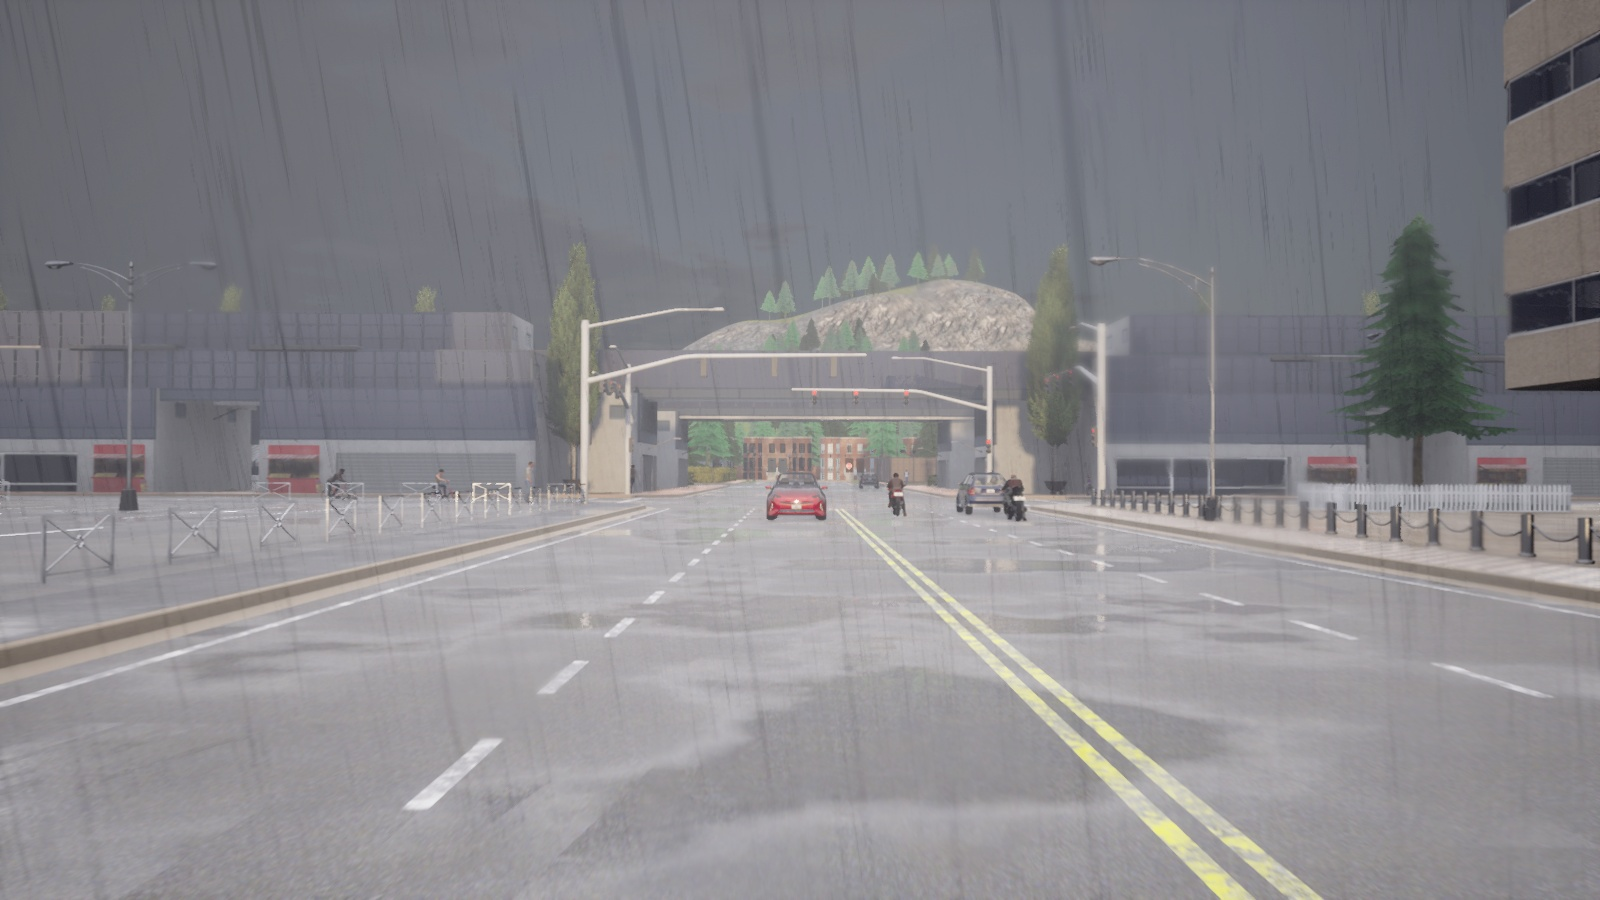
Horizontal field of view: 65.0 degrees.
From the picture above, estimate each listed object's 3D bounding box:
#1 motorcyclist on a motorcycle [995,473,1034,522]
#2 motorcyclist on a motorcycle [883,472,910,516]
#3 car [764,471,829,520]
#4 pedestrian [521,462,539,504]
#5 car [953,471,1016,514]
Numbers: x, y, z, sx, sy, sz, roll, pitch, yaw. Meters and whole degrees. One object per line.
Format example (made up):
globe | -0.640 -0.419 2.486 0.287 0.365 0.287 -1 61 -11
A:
motorcyclist on a motorcycle | 6.900 1.497 40.526 0.866 1.530 2.191 0 -1 0
motorcyclist on a motorcycle | 3.380 1.521 44.134 0.797 1.523 2.044 0 -1 0
car | -0.104 1.454 41.184 2.007 1.525 4.514 0 -1 0
pedestrian | -11.757 1.449 54.758 0.706 1.836 0.354 0 -1 0
car | 6.883 1.552 47.193 1.789 1.549 3.705 0 -1 0
